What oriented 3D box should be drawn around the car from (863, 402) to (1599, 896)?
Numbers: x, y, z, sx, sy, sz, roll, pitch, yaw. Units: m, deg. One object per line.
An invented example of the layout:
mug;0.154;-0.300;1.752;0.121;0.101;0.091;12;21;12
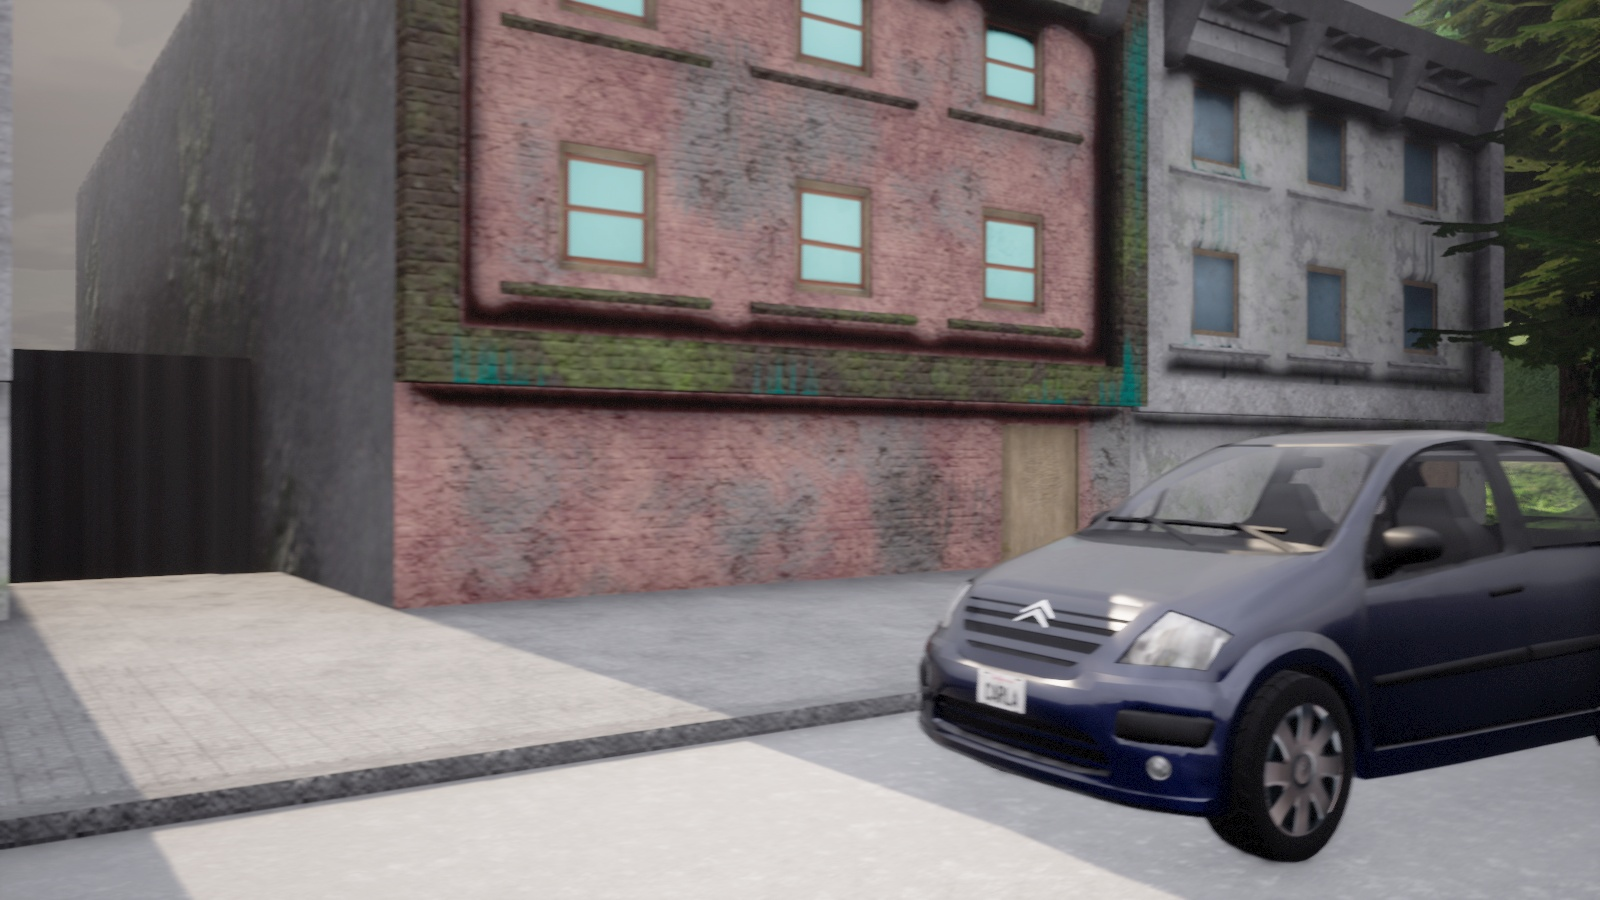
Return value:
car;2.475;0.652;5.922;3.988;1.617;1.851;0;0;-31
